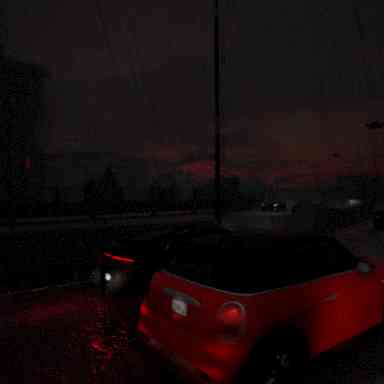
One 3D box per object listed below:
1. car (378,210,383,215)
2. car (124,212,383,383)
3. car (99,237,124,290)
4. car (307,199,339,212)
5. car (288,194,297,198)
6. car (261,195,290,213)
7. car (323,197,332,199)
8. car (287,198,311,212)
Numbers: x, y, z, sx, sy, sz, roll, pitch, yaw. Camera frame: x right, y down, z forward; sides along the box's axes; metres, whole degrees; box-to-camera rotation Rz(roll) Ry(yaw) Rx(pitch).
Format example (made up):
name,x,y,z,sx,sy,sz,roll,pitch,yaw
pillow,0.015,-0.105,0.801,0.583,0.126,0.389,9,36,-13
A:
name,x,y,z,sx,sy,sz,roll,pitch,yaw
car,13.076,1.640,21.165,1.994,1.385,4.181,0,0,41
car,1.521,1.369,5.209,4.553,1.767,2.097,0,0,-38
car,0.107,1.536,8.539,4.892,1.490,1.837,0,0,-39
car,13.385,1.711,33.323,1.994,1.385,4.181,0,0,34
car,23.861,1.565,80.002,2.150,2.045,5.566,0,0,13
car,10.152,1.561,41.160,2.097,1.767,4.553,0,-1,31
car,28.982,1.842,71.057,1.882,1.535,5.008,0,0,13
car,13.456,1.739,39.745,2.033,1.411,5.357,0,-1,31
